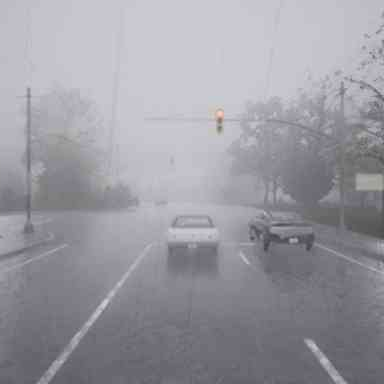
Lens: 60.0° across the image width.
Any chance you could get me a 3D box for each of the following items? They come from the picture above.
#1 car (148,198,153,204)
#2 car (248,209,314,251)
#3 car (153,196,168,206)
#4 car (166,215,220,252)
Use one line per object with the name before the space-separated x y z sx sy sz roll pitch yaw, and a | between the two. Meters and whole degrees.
car | -8.844 2.072 76.118 1.837 1.490 4.892 0 -1 -16
car | 3.551 1.470 13.958 2.128 1.511 4.902 0 0 1
car | -5.524 1.603 60.955 2.097 1.767 4.553 0 -1 -8
car | 0.048 1.580 13.667 1.895 1.301 4.718 0 0 1
